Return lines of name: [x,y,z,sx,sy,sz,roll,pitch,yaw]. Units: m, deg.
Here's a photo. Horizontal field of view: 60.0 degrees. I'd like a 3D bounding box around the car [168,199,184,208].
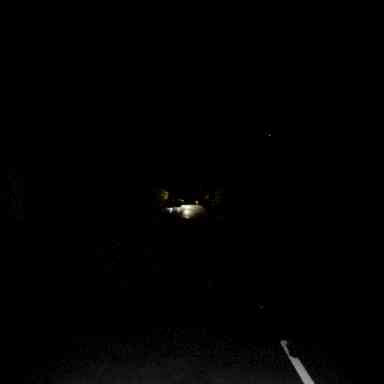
car: [-2.759,1.928,54.400,1.994,1.385,4.181,0,0,0]
